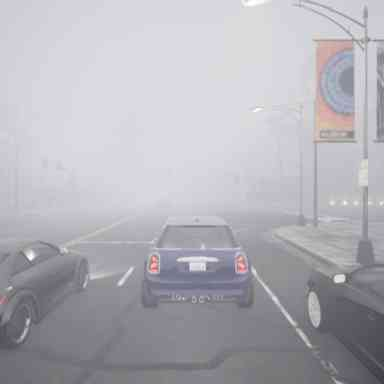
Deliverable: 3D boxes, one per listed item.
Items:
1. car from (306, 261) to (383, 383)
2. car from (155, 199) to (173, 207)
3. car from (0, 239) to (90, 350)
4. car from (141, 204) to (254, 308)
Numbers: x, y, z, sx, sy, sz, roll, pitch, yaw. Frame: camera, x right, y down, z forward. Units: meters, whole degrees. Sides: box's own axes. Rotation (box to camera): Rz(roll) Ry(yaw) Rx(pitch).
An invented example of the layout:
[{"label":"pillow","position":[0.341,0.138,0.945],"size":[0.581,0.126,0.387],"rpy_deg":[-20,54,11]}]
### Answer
[{"label":"car","position":[2.900,1.476,3.761],"size":[2.097,1.535,5.008],"rpy_deg":[0,0,0]},{"label":"car","position":[-3.409,1.512,40.362],"size":[2.033,1.411,5.357],"rpy_deg":[0,0,0]},{"label":"car","position":[-3.401,1.558,6.224],"size":[1.994,1.385,4.181],"rpy_deg":[0,0,0]},{"label":"car","position":[0.099,1.345,8.044],"size":[2.097,1.767,4.553],"rpy_deg":[0,0,0]}]
